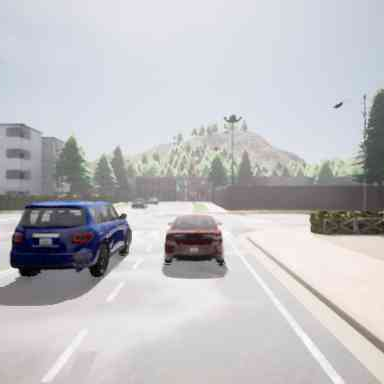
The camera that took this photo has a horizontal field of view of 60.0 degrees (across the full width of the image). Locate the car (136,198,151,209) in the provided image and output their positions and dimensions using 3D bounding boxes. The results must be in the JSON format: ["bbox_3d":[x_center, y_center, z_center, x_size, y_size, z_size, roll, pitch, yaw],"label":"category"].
[{"bbox_3d":[-7.711,1.728,48.967,1.837,1.490,4.892,0,0,0],"label":"car"}]

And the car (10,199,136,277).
[{"bbox_3d":[-3.426,1.274,10.511,2.150,2.045,5.566,0,0,0],"label":"car"}]

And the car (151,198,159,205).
[{"bbox_3d":[-7.630,1.888,66.578,2.033,1.411,5.357,0,0,0],"label":"car"}]

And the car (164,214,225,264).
[{"bbox_3d":[0.106,1.537,12.054,1.882,1.535,5.008,0,0,1],"label":"car"}]
